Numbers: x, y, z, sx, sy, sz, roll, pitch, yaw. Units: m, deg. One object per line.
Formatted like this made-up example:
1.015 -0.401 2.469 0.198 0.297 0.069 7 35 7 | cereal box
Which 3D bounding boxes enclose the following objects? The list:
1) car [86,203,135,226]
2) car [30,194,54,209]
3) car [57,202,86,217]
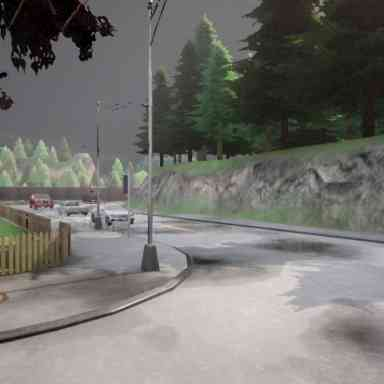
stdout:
-5.809 1.526 23.946 1.812 1.442 4.674 0 0 -35 | car
-20.147 1.261 44.386 2.150 2.045 5.566 0 0 -35 | car
-11.481 1.601 31.976 1.895 1.301 4.718 0 0 -35 | car
